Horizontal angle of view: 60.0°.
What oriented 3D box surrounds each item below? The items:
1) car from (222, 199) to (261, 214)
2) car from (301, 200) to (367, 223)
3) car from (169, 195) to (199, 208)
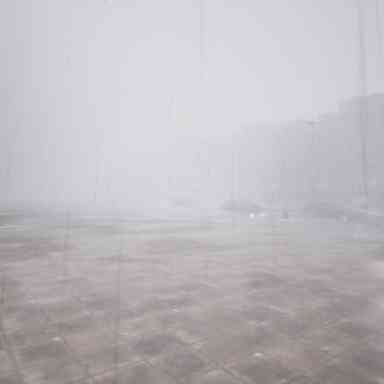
[{"bbox_3d":[4.897,1.376,33.368,1.994,1.385,4.181,-2,2,-36],"label":"car"},{"bbox_3d":[10.638,1.426,25.247,1.837,1.490,4.892,-2,2,-35],"label":"car"},{"bbox_3d":[-1.016,1.188,41.751,2.128,1.511,4.902,-2,2,-35],"label":"car"}]
